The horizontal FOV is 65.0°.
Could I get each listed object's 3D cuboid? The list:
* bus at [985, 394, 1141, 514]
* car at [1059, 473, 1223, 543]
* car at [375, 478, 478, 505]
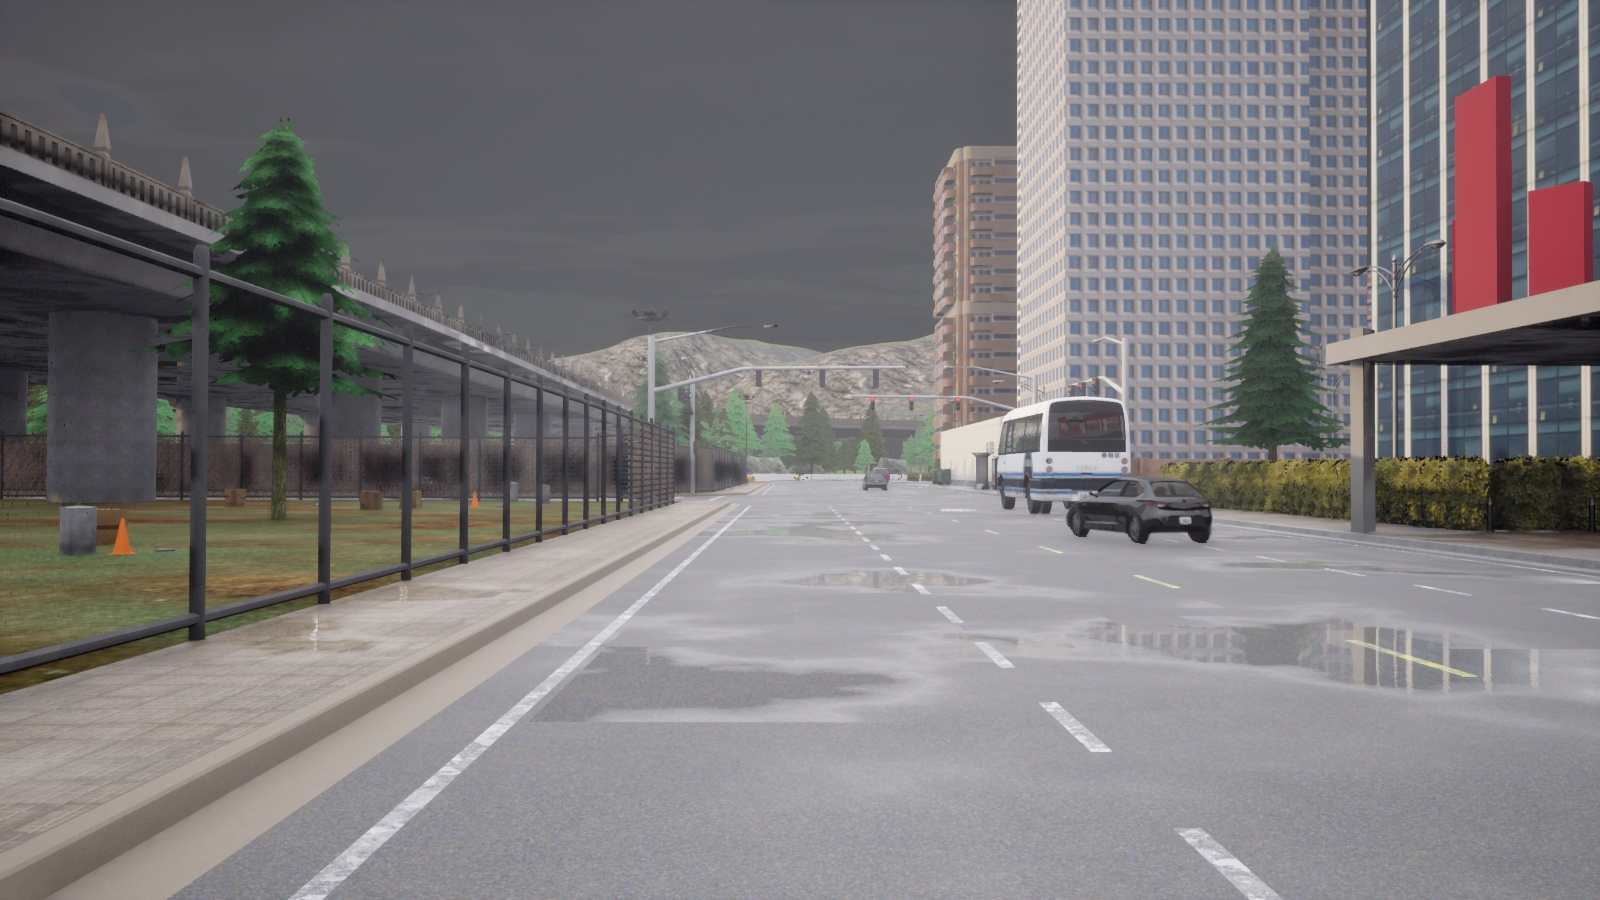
[{"bbox_3d":[10.096,0.232,49.782,3.944,4.253,10.273,0,-1,0],"label":"bus"},{"bbox_3d":[7.768,1.284,29.033,1.816,1.474,4.193,0,-1,-15],"label":"car"},{"bbox_3d":[-19.129,2.126,64.415,4.718,1.301,1.895,0,-1,-1],"label":"car"}]
